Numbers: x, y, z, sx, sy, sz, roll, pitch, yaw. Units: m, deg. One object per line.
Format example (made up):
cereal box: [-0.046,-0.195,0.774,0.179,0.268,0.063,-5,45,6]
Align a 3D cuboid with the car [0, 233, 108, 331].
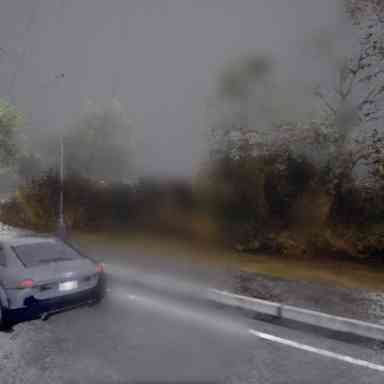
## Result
car: [-3.638,1.567,6.986,4.181,1.385,1.994,0,0,40]
